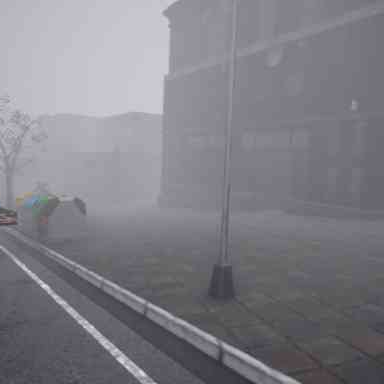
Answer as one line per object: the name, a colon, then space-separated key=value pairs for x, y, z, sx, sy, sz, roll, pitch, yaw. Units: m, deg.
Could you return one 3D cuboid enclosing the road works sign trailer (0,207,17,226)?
road works sign trailer: x=-7.654 y=0.713 z=10.285 sx=2.380 sy=2.880 sz=3.560 roll=7 pitch=6 yaw=43
